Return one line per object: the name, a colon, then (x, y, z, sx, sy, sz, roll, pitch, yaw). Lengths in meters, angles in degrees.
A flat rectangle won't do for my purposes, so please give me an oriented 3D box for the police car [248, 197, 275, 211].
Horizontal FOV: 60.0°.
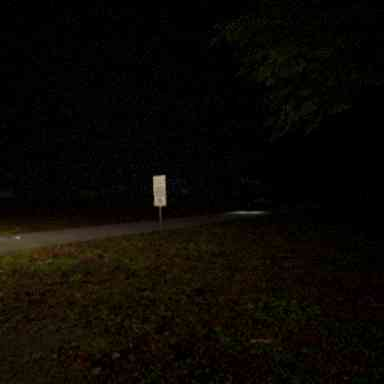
police car: (8.594, 1.449, 41.352, 1.930, 1.638, 5.238, -3, -2, 35)
